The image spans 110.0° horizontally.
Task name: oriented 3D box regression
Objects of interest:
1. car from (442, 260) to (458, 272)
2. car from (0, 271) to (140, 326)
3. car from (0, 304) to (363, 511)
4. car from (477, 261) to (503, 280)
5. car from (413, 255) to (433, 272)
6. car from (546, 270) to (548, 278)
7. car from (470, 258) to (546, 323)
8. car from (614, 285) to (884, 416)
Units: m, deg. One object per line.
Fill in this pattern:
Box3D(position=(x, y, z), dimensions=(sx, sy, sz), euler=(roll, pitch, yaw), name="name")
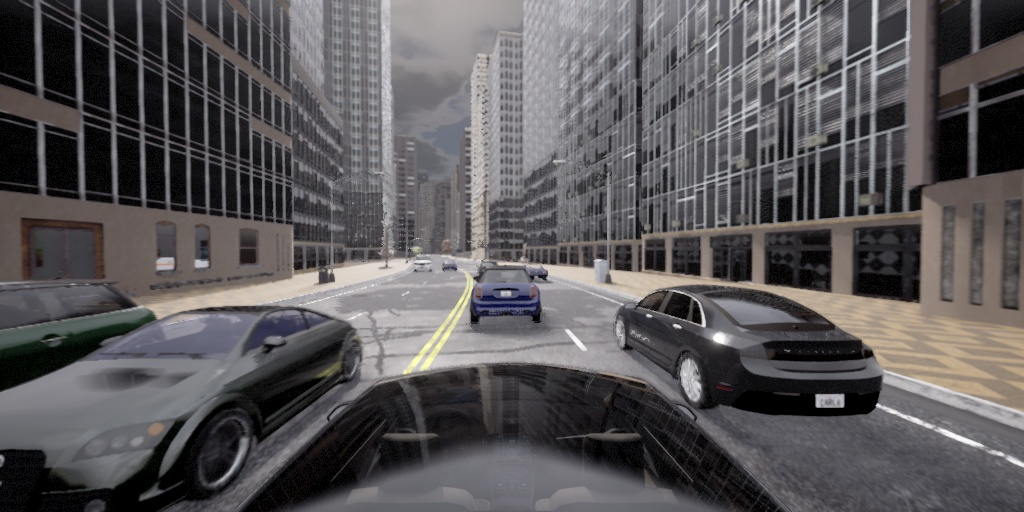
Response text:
Box3D(position=(-7.930, 1.208, 45.665), dimensions=(2.033, 1.411, 5.357), euler=(0, 0, -11), name="car")
Box3D(position=(-6.692, 1.112, 3.907), dimensions=(2.097, 1.767, 4.553), euler=(0, 0, -1), name="car")
Box3D(position=(-3.449, 1.316, 4.283), dimensions=(1.994, 1.385, 4.181), euler=(0, 0, -1), name="car")
Box3D(position=(-1.992, 1.188, 30.969), dimensions=(1.837, 1.490, 4.892), euler=(0, 0, -8), name="car")
Box3D(position=(-11.086, 0.898, 44.829), dimensions=(2.150, 2.045, 5.566), euler=(0, 1, -12), name="car")
Box3D(position=(1.547, 1.277, 29.096), dimensions=(1.895, 1.301, 4.718), euler=(0, 0, -7), name="car")
Box3D(position=(-0.263, 1.082, 12.285), dimensions=(2.097, 1.767, 4.553), euler=(0, 0, -3), name="car")
Box3D(position=(3.222, 1.240, 6.113), dimensions=(1.837, 1.490, 4.892), euler=(0, 0, -1), name="car")
